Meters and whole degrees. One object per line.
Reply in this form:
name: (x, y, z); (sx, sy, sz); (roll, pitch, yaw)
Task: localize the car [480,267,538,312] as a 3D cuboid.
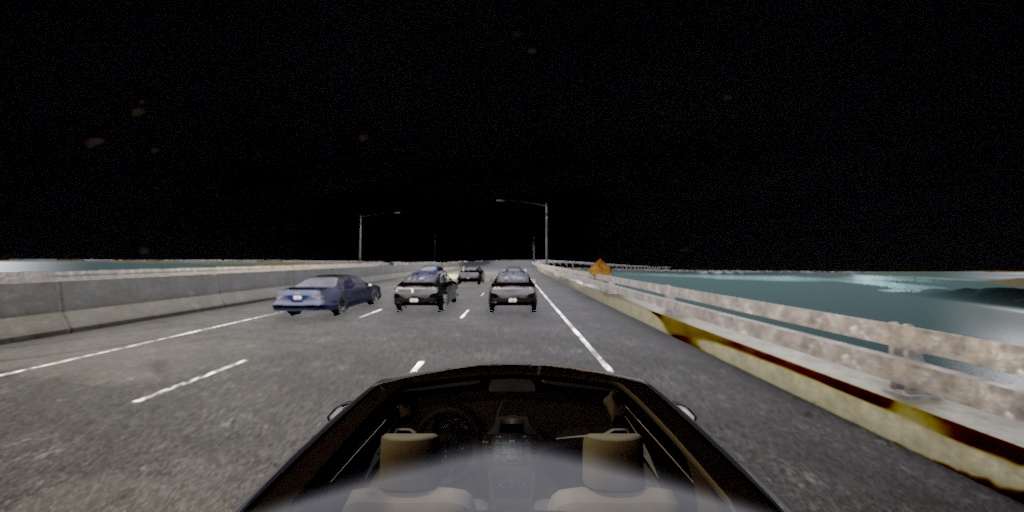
car: (0.054, 1.385, 15.131); (2.128, 1.511, 4.902); (0, 0, 1)

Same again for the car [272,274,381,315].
car: (-6.963, 1.431, 14.205); (2.033, 1.411, 5.357); (0, -1, 1)

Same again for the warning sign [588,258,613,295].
warning sign: (4.600, 1.044, 18.593); (1.300, 1.860, 1.060); (0, 0, 0)

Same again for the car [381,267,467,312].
car: (-3.446, 1.386, 15.142); (2.128, 1.511, 4.902); (0, 0, 1)

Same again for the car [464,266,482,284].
car: (-3.331, 1.541, 30.093); (2.128, 1.511, 4.902); (0, 0, 1)

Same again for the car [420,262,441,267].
car: (-6.817, 1.534, 30.864); (1.882, 1.535, 5.008); (0, 0, 1)
